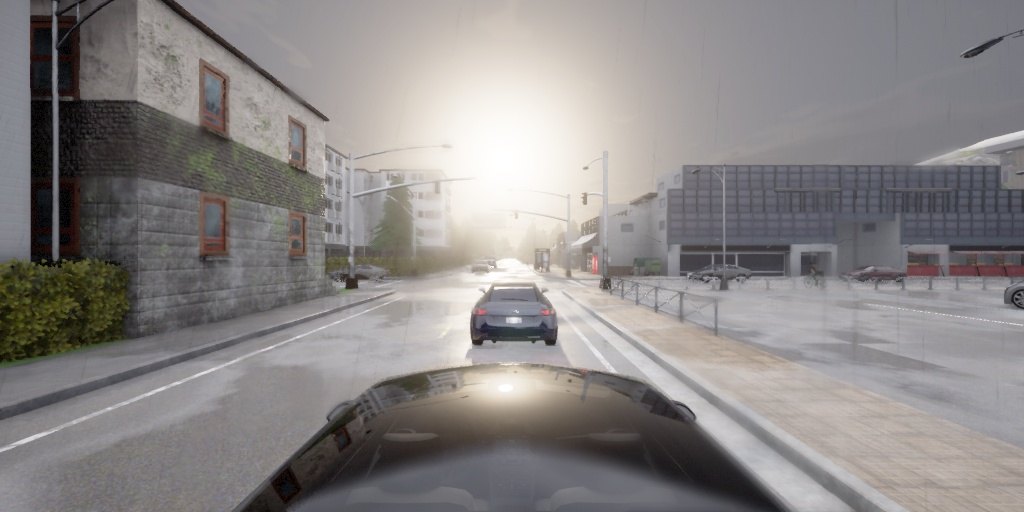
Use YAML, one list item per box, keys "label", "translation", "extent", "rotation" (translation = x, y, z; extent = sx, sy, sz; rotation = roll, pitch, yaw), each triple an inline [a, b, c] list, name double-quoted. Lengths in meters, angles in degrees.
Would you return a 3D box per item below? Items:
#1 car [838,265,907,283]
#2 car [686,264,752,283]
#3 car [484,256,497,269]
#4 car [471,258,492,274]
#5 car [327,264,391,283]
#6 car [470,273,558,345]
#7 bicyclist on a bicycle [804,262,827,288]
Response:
- label: "car"
  translation: [29.743, 1.452, 29.634]
  extent: [4.674, 1.442, 1.812]
  rotation: [0, 0, -1]
- label: "car"
  translation: [17.032, 1.418, 29.600]
  extent: [4.902, 1.511, 2.128]
  rotation: [0, 0, 0]
- label: "car"
  translation: [-3.654, 0.970, 58.739]
  extent: [2.150, 2.045, 5.566]
  rotation: [0, 0, 0]
- label: "car"
  translation: [-3.629, 1.255, 41.790]
  extent: [1.837, 1.490, 4.892]
  rotation: [0, 0, -1]
- label: "car"
  translation: [-12.541, 1.419, 29.495]
  extent: [4.902, 1.511, 2.128]
  rotation: [0, 0, -5]
- label: "car"
  translation: [0.053, 1.314, 9.502]
  extent: [1.994, 1.385, 4.181]
  rotation: [0, 0, 0]
- label: "bicyclist on a bicycle"
  translation: [18.689, 1.227, 22.123]
  extent: [0.582, 1.620, 1.656]
  rotation: [0, 0, 0]
